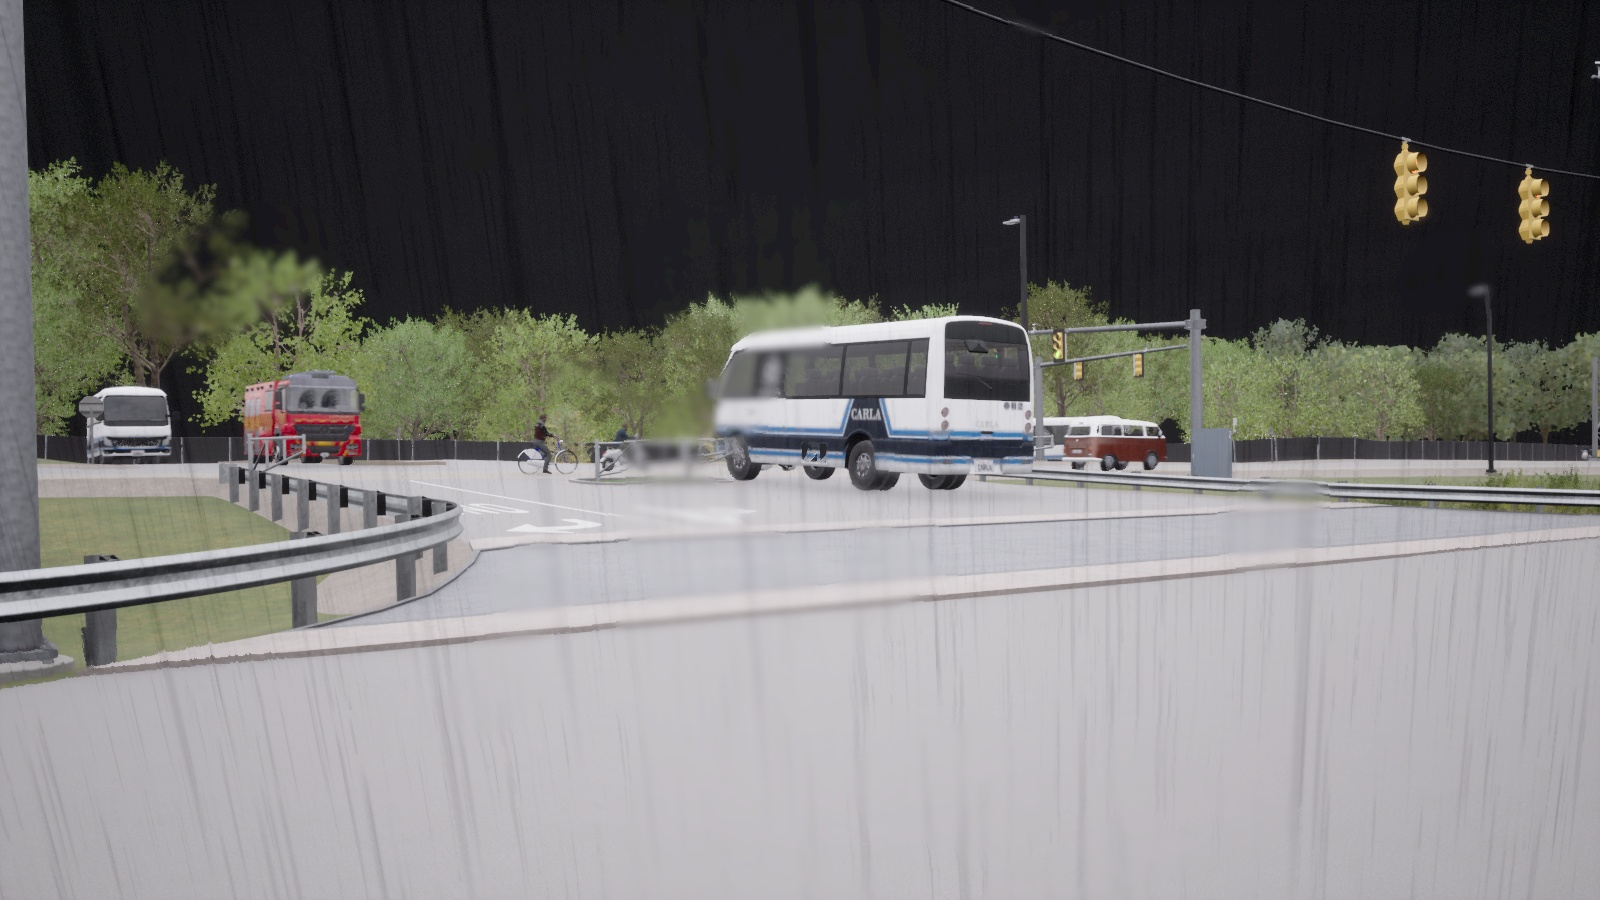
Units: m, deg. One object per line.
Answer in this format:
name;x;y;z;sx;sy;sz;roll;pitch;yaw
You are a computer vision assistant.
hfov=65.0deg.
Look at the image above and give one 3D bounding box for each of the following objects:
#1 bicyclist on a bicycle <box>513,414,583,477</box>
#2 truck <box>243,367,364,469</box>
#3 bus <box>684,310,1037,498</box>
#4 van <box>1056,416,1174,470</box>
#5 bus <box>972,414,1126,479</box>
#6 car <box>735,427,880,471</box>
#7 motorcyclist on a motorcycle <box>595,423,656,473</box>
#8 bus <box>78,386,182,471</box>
bicyclist on a bicycle;-7.274;-0.128;36.229;1.843;1.776;0.659;0;2;-34
truck;-20.498;-1.212;51.510;2.891;3.827;8.468;0;0;-34
bus;1.187;-1.168;33.830;3.944;4.253;10.273;0;1;-35
van;12.465;-0.248;49.585;4.480;2.038;2.069;0;0;-34
bus;18.017;-0.293;90.768;10.273;4.253;3.944;-2;1;-22
car;0.306;-0.029;45.592;4.902;1.511;2.128;0;0;-34
motorcyclist on a motorcycle;-5.769;-0.061;41.488;1.817;1.590;0.866;0;0;-34
bus;-36.841;-1.074;68.826;3.944;4.253;10.273;-1;0;-34
